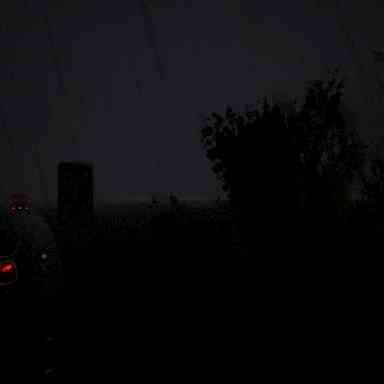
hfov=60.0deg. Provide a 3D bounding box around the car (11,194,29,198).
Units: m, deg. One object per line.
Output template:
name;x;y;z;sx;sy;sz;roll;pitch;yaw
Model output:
car;-22.406;1.286;43.076;2.150;2.045;5.566;0;0;-29

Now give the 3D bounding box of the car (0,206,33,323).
car;-4.514;1.358;6.888;2.097;1.767;4.553;0;0;-24

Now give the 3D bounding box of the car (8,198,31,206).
car;-17.492;1.589;33.899;2.033;1.411;5.357;0;0;-27
